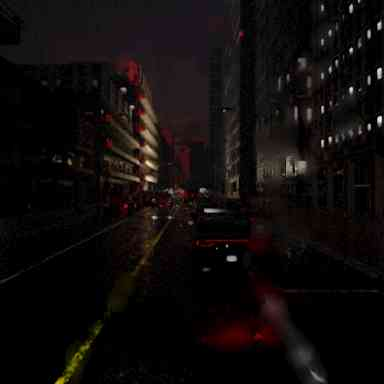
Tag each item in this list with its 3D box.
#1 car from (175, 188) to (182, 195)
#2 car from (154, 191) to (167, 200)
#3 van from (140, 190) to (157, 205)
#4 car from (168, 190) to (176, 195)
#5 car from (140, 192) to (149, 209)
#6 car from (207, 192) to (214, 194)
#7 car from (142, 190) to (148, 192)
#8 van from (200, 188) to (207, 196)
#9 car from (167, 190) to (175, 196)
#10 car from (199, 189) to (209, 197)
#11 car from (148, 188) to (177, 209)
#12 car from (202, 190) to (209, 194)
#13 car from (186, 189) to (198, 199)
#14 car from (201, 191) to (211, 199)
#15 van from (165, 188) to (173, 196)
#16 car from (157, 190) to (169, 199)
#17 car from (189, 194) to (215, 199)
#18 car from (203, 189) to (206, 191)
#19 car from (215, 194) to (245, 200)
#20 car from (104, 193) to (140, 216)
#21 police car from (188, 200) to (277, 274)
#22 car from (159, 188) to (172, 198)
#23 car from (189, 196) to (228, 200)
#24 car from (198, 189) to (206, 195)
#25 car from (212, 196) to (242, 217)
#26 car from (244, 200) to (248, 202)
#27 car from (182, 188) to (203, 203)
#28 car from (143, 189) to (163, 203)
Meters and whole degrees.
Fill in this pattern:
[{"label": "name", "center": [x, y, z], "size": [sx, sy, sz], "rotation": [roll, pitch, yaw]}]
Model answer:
[{"label": "car", "center": [-2.946, -0.017, 76.844], "size": [2.097, 1.767, 4.553], "rotation": [0, 1, 0]}, {"label": "car", "center": [-5.633, 0.606, 59.859], "size": [2.008, 1.369, 4.403], "rotation": [1, 1, 0]}, {"label": "van", "center": [-5.641, 0.660, 43.218], "size": [1.690, 1.788, 3.998], "rotation": [1, 1, 0]}, {"label": "car", "center": [-5.577, 0.106, 93.135], "size": [1.802, 1.307, 4.206], "rotation": [1, 1, 0]}, {"label": "car", "center": [-5.653, 1.039, 32.129], "size": [1.887, 1.381, 4.507], "rotation": [1, 1, 0]}, {"label": "car", "center": [2.727, 1.039, 32.199], "size": [1.887, 1.381, 4.507], "rotation": [1, 1, 0]}, {"label": "car", "center": [-5.647, 0.847, 37.674], "size": [1.967, 1.590, 4.097], "rotation": [1, 1, 0]}, {"label": "van", "center": [2.767, 0.042, 82.121], "size": [1.690, 1.788, 3.998], "rotation": [1, 1, 0]}, {"label": "car", "center": [-5.580, 0.141, 87.418], "size": [1.752, 1.417, 4.829], "rotation": [1, 1, 0]}, {"label": "car", "center": [2.761, 0.230, 76.575], "size": [1.967, 1.590, 4.097], "rotation": [1, 1, 0]}, {"label": "car", "center": [-3.071, 0.797, 35.275], "size": [2.097, 1.767, 4.553], "rotation": [0, 1, 0]}, {"label": "car", "center": [2.735, 0.869, 43.293], "size": [2.008, 1.369, 4.403], "rotation": [1, 1, 0]}, {"label": "car", "center": [0.043, 0.396, 60.606], "size": [2.097, 1.767, 4.553], "rotation": [0, 1, 0]}, {"label": "car", "center": [2.750, 0.548, 65.483], "size": [1.802, 1.307, 4.206], "rotation": [1, 1, 0]}, {"label": "van", "center": [-5.588, 0.043, 82.040], "size": [1.690, 1.788, 3.998], "rotation": [1, 1, 0]}, {"label": "car", "center": [-5.627, 0.408, 65.403], "size": [1.967, 1.590, 4.097], "rotation": [1, 1, 0]}, {"label": "car", "center": [0.866, 1.118, 26.033], "size": [1.812, 1.442, 4.674], "rotation": [0, 1, 0]}, {"label": "car", "center": [2.743, 0.665, 54.557], "size": [1.752, 1.417, 4.829], "rotation": [1, 1, 0]}, {"label": "car", "center": [2.721, 1.109, 21.102], "size": [1.967, 1.590, 4.097], "rotation": [1, 1, 0]}, {"label": "car", "center": [-5.656, 1.022, 26.580], "size": [1.967, 1.590, 4.097], "rotation": [1, 1, 0]}, {"label": "police car", "center": [0.906, 1.265, 10.143], "size": [1.930, 1.638, 5.238], "rotation": [0, 1, 0]}, {"label": "car", "center": [-5.624, 0.194, 70.947], "size": [2.192, 1.841, 5.009], "rotation": [1, 1, 0]}, {"label": "car", "center": [0.893, 1.211, 20.035], "size": [1.812, 1.442, 4.674], "rotation": [0, 1, 0]}, {"label": "car", "center": [2.773, -0.037, 93.217], "size": [1.967, 1.590, 4.097], "rotation": [1, 1, 0]}, {"label": "car", "center": [2.723, 1.126, 26.651], "size": [1.887, 1.381, 4.507], "rotation": [1, 1, 0]}, {"label": "car", "center": [2.715, 1.300, 15.556], "size": [1.887, 1.381, 4.507], "rotation": [1, 1, 0]}, {"label": "car", "center": [0.040, 0.489, 46.590], "size": [2.150, 2.045, 5.566], "rotation": [0, 1, 0]}, {"label": "car", "center": [-5.637, 0.546, 48.763], "size": [2.192, 1.841, 5.009], "rotation": [1, 1, 0]}]
